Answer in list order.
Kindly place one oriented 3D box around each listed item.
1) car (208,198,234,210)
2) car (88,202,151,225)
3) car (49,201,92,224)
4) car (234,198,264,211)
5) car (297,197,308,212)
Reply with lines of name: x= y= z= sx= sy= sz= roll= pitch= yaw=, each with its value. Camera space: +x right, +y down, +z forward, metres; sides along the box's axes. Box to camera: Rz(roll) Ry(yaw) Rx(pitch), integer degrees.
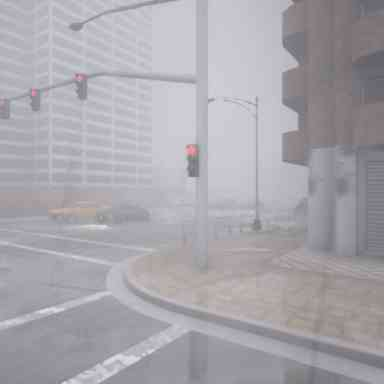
car: x=3.923 y=1.472 z=42.399 sx=1.882 sy=1.535 sz=5.008 roll=0 pitch=0 yaw=36
car: x=-4.928 y=1.559 z=23.934 sx=1.994 sy=1.385 sz=4.181 roll=0 pitch=0 yaw=35
car: x=-8.304 y=1.472 z=25.222 sx=1.882 sy=1.535 sz=5.008 roll=0 pitch=0 yaw=35
car: x=7.427 y=1.521 z=41.275 sx=1.812 sy=1.442 sz=4.674 roll=0 pitch=0 yaw=36
car: x=13.490 y=1.350 z=37.524 sx=2.097 sy=1.767 sz=4.553 roll=0 pitch=0 yaw=35
